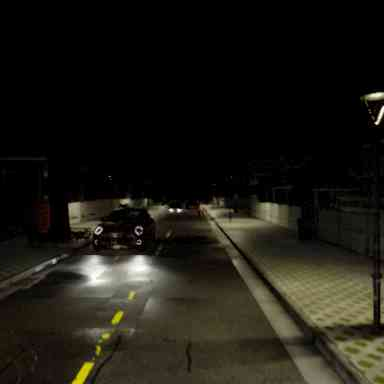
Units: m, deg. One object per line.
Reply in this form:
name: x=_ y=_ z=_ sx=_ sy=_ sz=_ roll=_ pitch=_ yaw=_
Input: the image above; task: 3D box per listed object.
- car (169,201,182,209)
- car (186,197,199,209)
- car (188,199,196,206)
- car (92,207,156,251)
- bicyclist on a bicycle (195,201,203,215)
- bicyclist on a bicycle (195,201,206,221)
car: x=-2.767 y=2.141 z=56.352 sx=1.994 sy=1.385 sz=4.181 roll=0 pitch=0 yaw=0
car: x=0.083 y=1.811 z=57.614 sx=2.150 sy=2.045 sz=5.566 roll=0 pitch=-1 yaw=1
car: x=0.056 y=2.268 z=74.791 sx=1.837 sy=1.490 sz=4.892 roll=0 pitch=-1 yaw=0
car: x=-2.840 y=1.508 z=14.795 sx=2.097 sy=1.767 sz=4.553 roll=0 pitch=-1 yaw=0
bicyclist on a bicycle: x=0.816 y=1.841 z=39.443 sx=0.866 sy=1.612 sz=1.509 roll=0 pitch=-1 yaw=0
bicyclist on a bicycle: x=0.805 y=1.741 z=29.538 sx=0.866 sy=1.612 sz=1.509 roll=0 pitch=-1 yaw=0
